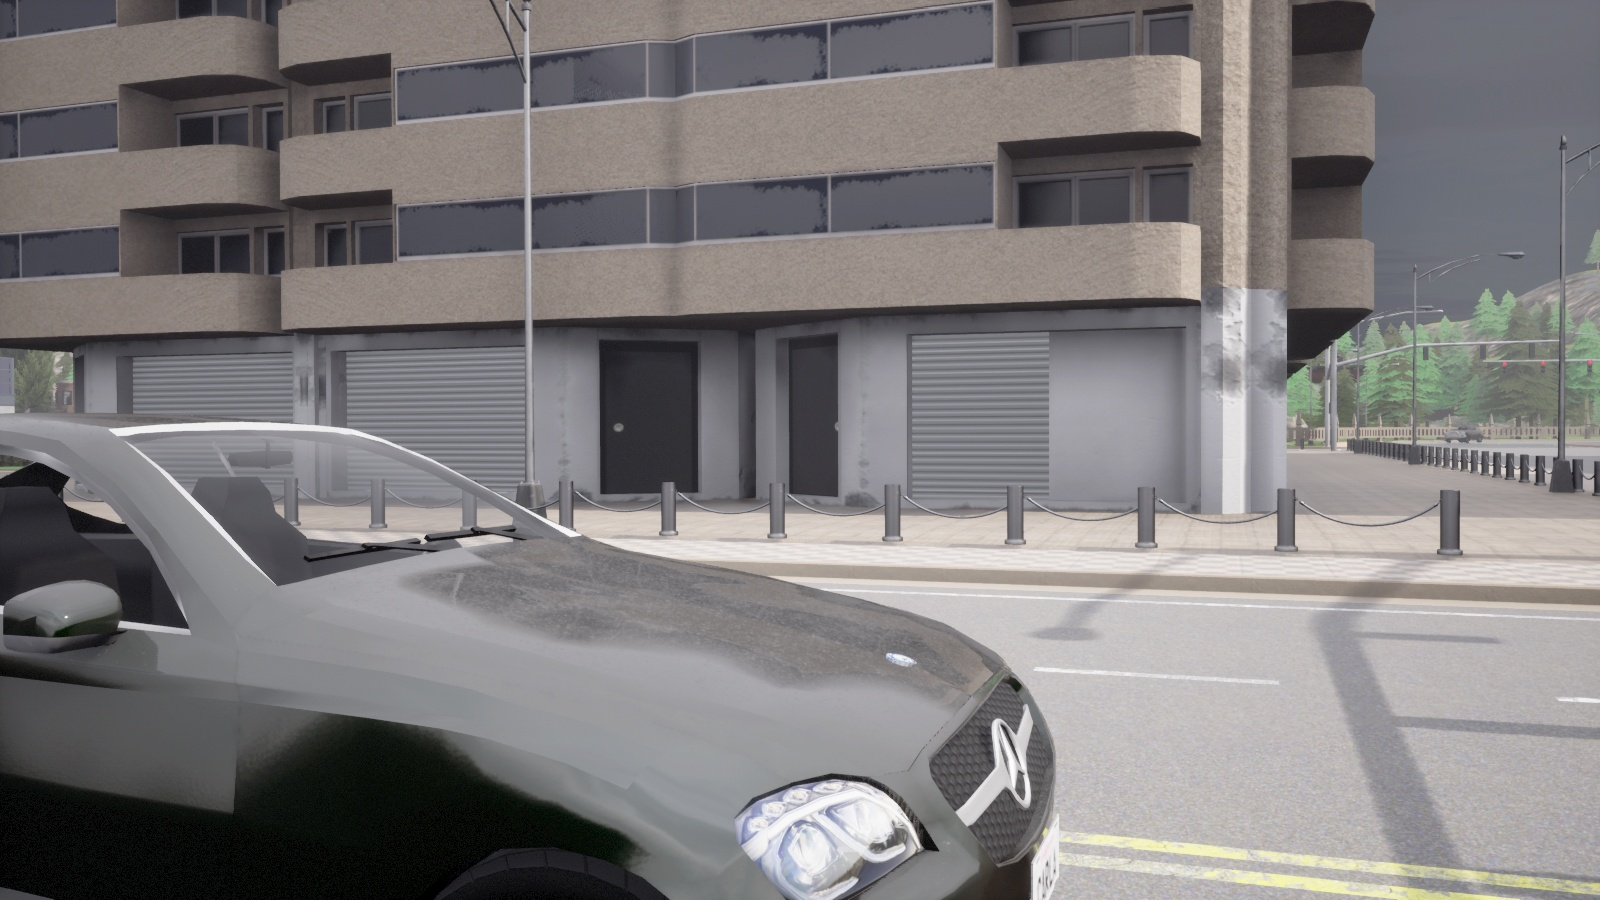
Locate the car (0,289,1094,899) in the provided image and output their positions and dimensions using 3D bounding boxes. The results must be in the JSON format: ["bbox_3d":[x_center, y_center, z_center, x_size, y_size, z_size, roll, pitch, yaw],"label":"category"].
[{"bbox_3d":[-1.794,0.538,3.794,5.027,1.651,2.152,1,1,19],"label":"car"}]
